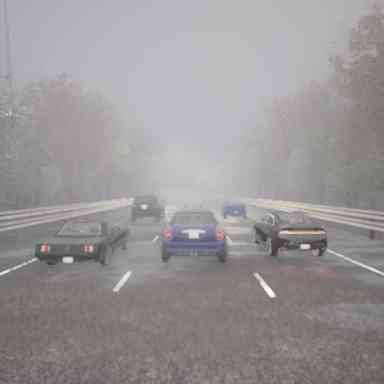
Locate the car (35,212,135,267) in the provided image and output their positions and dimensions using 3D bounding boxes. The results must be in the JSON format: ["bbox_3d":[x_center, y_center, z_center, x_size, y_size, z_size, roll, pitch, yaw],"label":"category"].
[{"bbox_3d":[-3.432,1.609,11.488,1.895,1.301,4.718,0,0,0],"label":"car"}]

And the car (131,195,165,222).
[{"bbox_3d":[-3.426,1.233,26.710,2.150,2.045,5.566,0,0,0],"label":"car"}]

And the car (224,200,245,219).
[{"bbox_3d":[3.589,1.486,29.412,1.882,1.535,5.008,0,0,0],"label":"car"}]

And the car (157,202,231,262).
[{"bbox_3d":[0.073,1.360,12.368,2.097,1.767,4.553,0,0,0],"label":"car"}]

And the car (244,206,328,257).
[{"bbox_3d":[3.577,1.500,12.891,2.128,1.511,4.902,0,0,0],"label":"car"}]

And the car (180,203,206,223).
[{"bbox_3d":[0.073,1.610,26.479,1.895,1.301,4.718,0,0,0],"label":"car"}]
